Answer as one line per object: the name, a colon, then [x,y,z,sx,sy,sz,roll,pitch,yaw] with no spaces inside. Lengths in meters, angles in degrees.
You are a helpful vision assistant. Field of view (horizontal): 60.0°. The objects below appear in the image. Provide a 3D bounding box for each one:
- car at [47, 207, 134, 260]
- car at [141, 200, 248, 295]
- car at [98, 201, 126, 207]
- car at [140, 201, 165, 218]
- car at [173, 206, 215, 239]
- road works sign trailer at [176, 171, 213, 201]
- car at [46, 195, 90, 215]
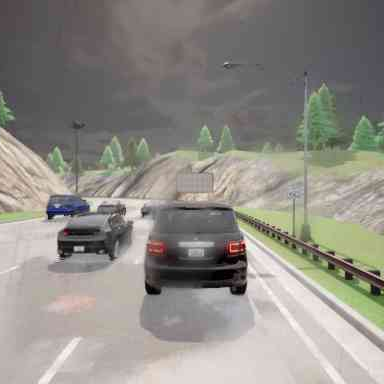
car: [-3.415,1.502,12.485,1.837,1.490,4.892,0,-1,0]
car: [0.087,1.221,8.866,2.150,2.045,5.566,0,0,0]
car: [-7.009,1.491,29.365,2.128,1.511,4.902,0,0,-2]
car: [-3.560,1.601,30.865,1.895,1.301,4.718,0,0,-2]
car: [0.092,1.559,18.087,1.994,1.385,4.181,0,0,0]
road works sign trailer: [0.186,0.464,21.583,2.380,3.560,2.880,0,0,0]
car: [-10.491,1.224,28.435,2.150,2.045,5.566,0,0,-1]
